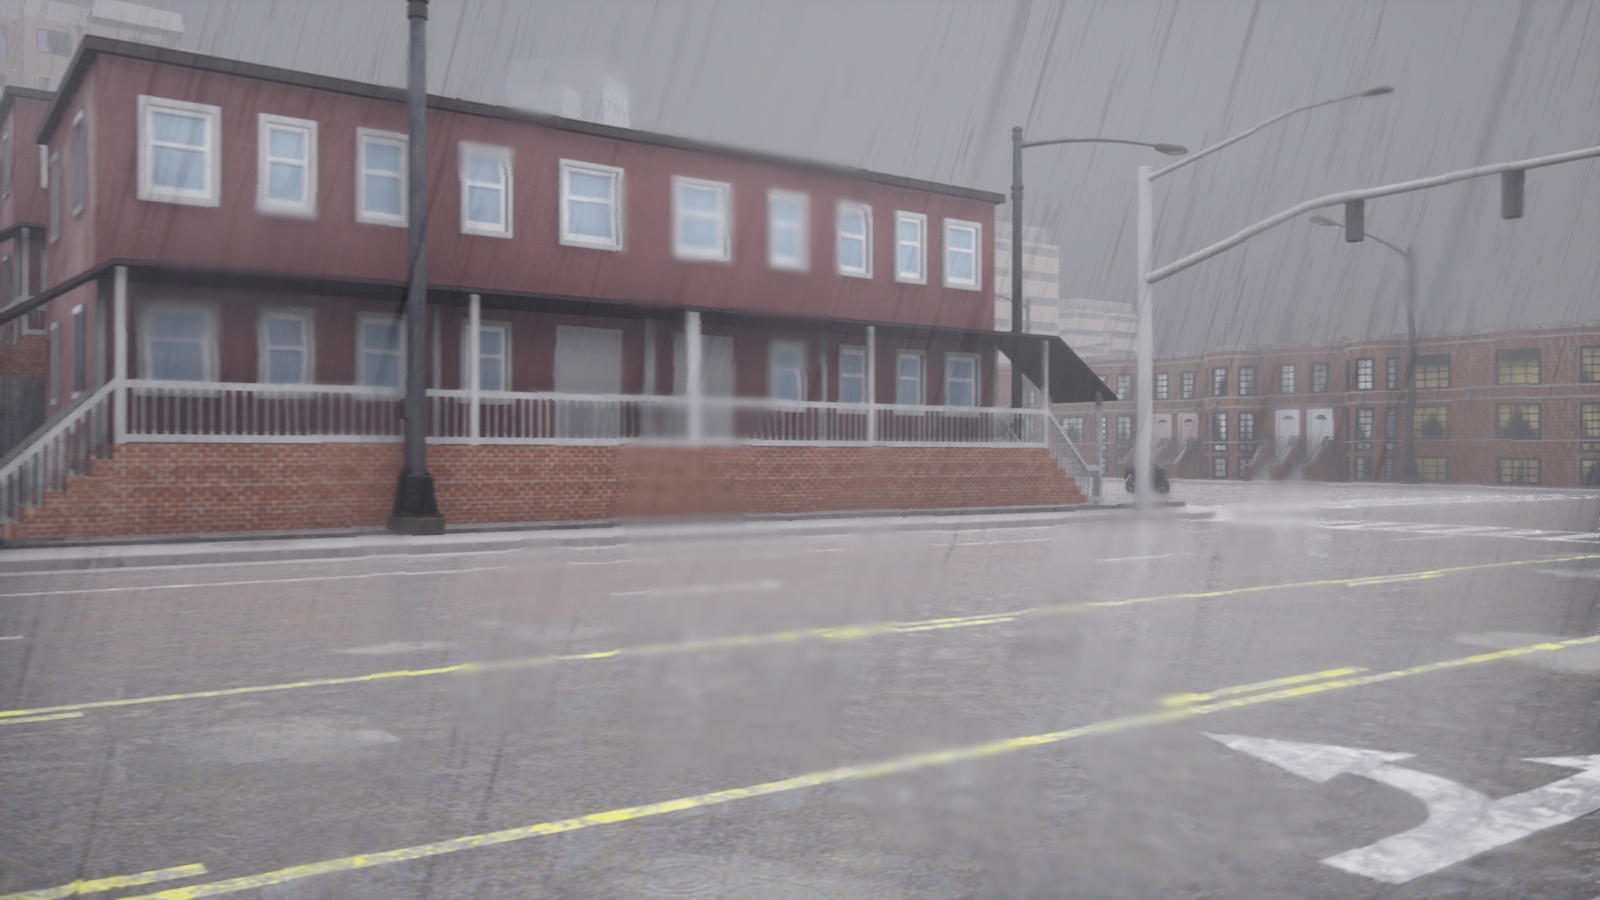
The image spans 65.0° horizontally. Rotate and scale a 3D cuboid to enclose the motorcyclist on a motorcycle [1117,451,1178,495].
[{"bbox_3d":[12.352,0.808,44.633,0.797,1.523,2.044,0,0,-35],"label":"motorcyclist on a motorcycle"}]
